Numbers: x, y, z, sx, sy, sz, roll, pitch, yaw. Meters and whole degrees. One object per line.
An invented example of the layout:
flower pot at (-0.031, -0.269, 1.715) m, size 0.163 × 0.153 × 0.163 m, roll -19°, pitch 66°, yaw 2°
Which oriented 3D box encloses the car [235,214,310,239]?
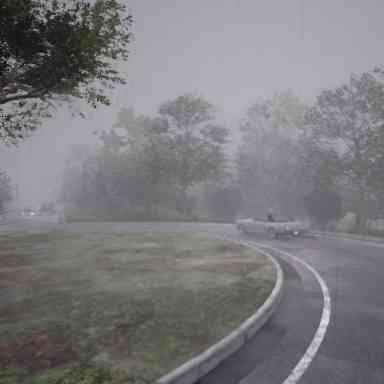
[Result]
car at (4.546, 1.945, 19.688) m, size 1.895 × 1.301 × 4.718 m, roll 0°, pitch -1°, yaw -27°

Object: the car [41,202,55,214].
car at (-26.348, 2.921, 60.755) m, size 2.150 × 2.045 × 5.566 m, roll 0°, pitch -1°, yaw -21°

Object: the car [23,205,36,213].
car at (-31.786, 3.337, 65.103) m, size 1.837 × 1.490 × 4.892 m, roll 0°, pitch -1°, yaw -21°

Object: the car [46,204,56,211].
car at (-32.066, 3.487, 75.509) m, size 1.895 × 1.301 × 4.718 m, roll 0°, pitch -1°, yaw -21°
